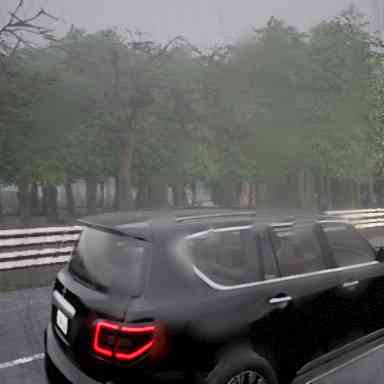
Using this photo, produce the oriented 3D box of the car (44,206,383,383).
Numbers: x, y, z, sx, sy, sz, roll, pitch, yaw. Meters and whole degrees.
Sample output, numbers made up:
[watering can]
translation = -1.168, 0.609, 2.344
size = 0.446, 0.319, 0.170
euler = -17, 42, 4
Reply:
[car]
translation = 1.062, 1.213, 4.446
size = 5.566, 2.045, 2.150
euler = 0, 0, -35
